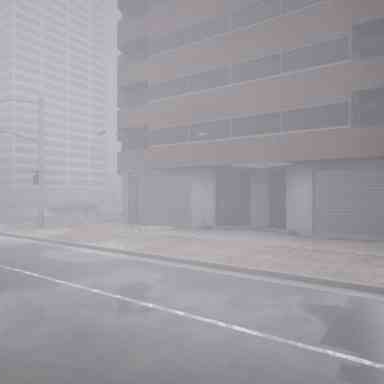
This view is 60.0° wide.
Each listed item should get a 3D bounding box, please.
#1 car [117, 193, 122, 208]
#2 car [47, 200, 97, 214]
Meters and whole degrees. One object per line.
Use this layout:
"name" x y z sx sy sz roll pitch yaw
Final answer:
"car" -7.335 1.352 44.674 2.097 1.767 4.553 0 0 35
"car" -13.035 1.547 36.555 2.033 1.411 5.357 0 0 35
